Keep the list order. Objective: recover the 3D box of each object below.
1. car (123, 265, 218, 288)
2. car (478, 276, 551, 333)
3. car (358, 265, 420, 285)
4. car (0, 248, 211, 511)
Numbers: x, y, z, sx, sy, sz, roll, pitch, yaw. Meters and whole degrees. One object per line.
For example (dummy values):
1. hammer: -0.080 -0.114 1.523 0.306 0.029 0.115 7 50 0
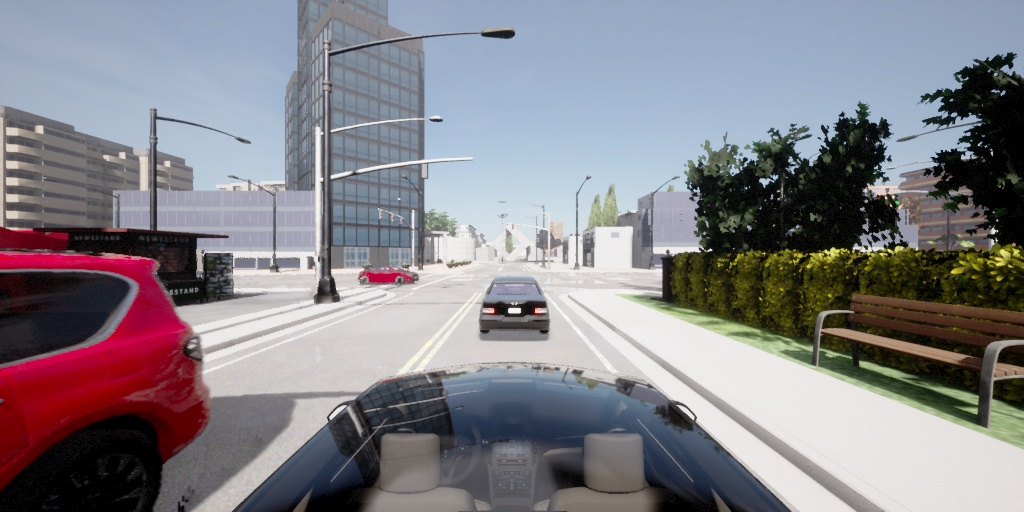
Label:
1. car: -24.681 1.444 26.064 4.902 1.511 2.128 -1 0 -1
2. car: 0.069 1.297 10.718 2.033 1.411 5.357 0 0 0
3. car: -8.882 1.356 25.970 4.181 1.385 1.994 0 0 6
4. car: -3.586 0.971 0.639 2.150 2.045 5.566 0 0 0
